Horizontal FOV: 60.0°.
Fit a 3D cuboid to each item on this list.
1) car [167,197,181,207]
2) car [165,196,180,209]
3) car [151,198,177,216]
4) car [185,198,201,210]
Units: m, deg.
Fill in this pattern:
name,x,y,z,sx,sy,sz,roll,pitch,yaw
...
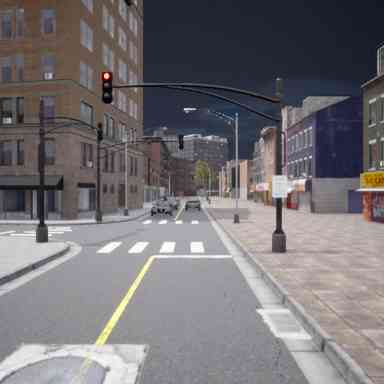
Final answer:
name,x,y,z,sx,sy,sz,roll,pitch,yaw
car,-2.815,1.560,52.710,2.033,1.411,5.357,0,0,0
car,-2.824,1.360,42.087,2.097,1.767,4.553,0,0,0
car,-2.832,1.568,32.315,1.994,1.385,4.181,0,0,0
car,0.126,1.499,42.226,2.128,1.511,4.902,0,0,0
